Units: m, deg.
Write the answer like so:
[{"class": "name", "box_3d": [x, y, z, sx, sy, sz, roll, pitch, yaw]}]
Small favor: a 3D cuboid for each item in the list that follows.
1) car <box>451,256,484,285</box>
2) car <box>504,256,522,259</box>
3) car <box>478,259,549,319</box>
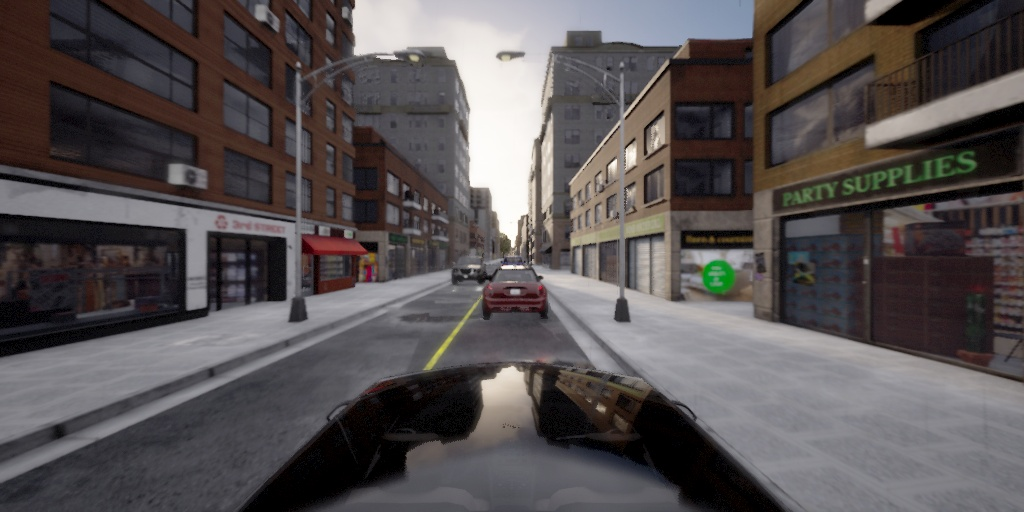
[{"class": "car", "box_3d": [-3.093, 1.021, 26.755, 2.150, 2.045, 5.566, 0, 0, 0]}, {"class": "car", "box_3d": [0.104, 1.038, 33.462, 2.150, 2.045, 5.566, 0, 0, 0]}, {"class": "car", "box_3d": [0.101, 1.123, 13.073, 2.097, 1.767, 4.553, 0, 0, 0]}]
